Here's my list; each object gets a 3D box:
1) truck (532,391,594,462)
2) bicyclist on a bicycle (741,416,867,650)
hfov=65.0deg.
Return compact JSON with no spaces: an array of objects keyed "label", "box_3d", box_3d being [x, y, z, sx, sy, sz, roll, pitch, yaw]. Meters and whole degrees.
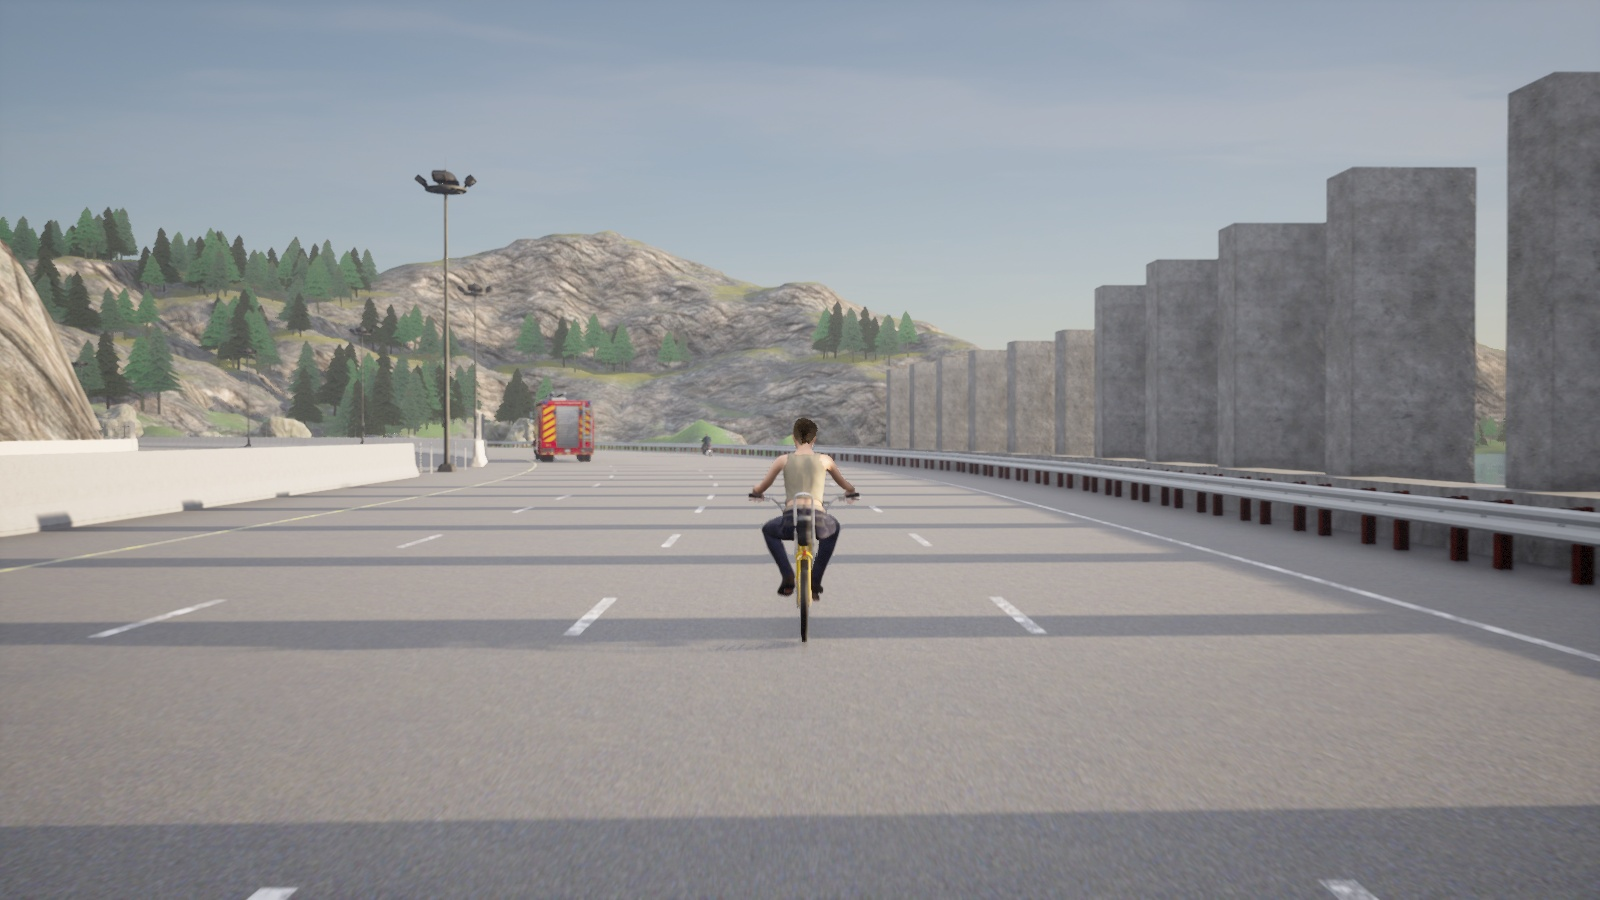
[{"label":"truck","box_3d":[-13.737,-1.336,72.182,2.891,3.827,8.468,0,1,-15]},{"label":"bicyclist on a bicycle","box_3d":[0.030,0.563,9.419,0.866,1.612,1.509,0,1,0]}]
